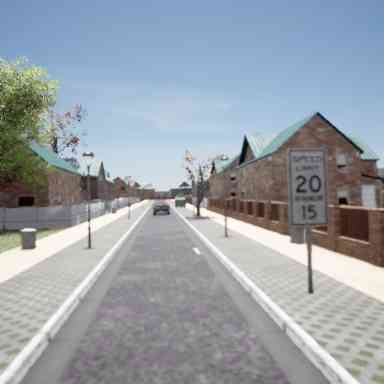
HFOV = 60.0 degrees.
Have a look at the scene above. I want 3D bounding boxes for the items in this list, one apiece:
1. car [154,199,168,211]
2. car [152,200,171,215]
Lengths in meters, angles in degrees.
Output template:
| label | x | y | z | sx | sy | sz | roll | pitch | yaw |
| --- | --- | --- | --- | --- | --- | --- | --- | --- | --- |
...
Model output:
| label | x | y | z | sx | sy | sz | roll | pitch | yaw |
| --- | --- | --- | --- | --- | --- | --- | --- | --- | --- |
| car | -4.582 | 1.866 | 48.882 | 1.882 | 1.535 | 5.008 | -1 | 0 | -5 |
| car | -3.527 | 1.805 | 38.432 | 1.837 | 1.490 | 4.892 | -1 | -1 | -5 |
